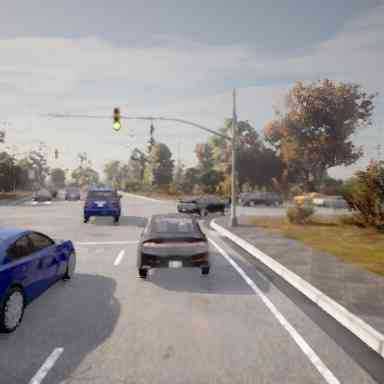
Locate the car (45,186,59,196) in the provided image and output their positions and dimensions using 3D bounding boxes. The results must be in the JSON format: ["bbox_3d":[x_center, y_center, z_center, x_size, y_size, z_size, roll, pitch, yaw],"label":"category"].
[{"bbox_3d":[-25.766,-0.278,61.382,2.097,1.767,4.553,-1,2,-21],"label":"car"}]

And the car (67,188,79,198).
[{"bbox_3d":[-19.330,0.082,54.076,1.837,1.490,4.892,-1,2,-20],"label":"car"}]

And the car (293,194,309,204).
[{"bbox_3d":[14.808,0.872,40.792,5.008,1.535,1.882,2,1,-17],"label":"car"}]

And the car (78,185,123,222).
[{"bbox_3d":[-5.899,0.789,22.238,2.150,2.045,5.566,0,2,-11],"label":"car"}]

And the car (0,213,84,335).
[{"bbox_3d":[-3.834,1.443,6.638,1.882,1.535,5.008,0,1,-4],"label":"car"}]

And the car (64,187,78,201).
[{"bbox_3d":[-16.176,0.344,45.211,2.128,1.511,4.902,-1,2,-19],"label":"car"}]

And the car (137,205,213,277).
[{"bbox_3d":[-0.583,1.397,9.997,2.128,1.511,4.902,0,1,-5],"label":"car"}]

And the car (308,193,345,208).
[{"bbox_3d":[15.987,1.104,37.498,4.718,1.301,1.895,2,1,-17],"label":"car"}]

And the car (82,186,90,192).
[{"bbox_3d":[-26.708,-0.821,83.744,1.812,1.442,4.674,-1,2,-20],"label":"car"}]

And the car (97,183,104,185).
[{"bbox_3d":[-23.439,-1.161,84.985,2.150,2.045,5.566,-1,2,-20],"label":"car"}]

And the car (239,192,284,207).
[{"bbox_3d":[7.176,0.801,34.751,4.892,1.490,1.837,1,1,-17],"label":"car"}]

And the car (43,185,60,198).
[{"bbox_3d":[-22.268,-0.132,51.906,2.150,2.045,5.566,-1,2,-19],"label":"car"}]

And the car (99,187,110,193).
[{"bbox_3d":[-19.928,-0.451,75.656,1.895,1.301,4.718,-1,2,-21],"label":"car"}]

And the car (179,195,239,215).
[{"bbox_3d":[1.052,0.989,24.524,2.128,1.511,4.902,1,2,40],"label":"car"}]

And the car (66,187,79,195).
[{"bbox_3d":[-22.906,-0.207,63.721,2.128,1.511,4.902,-1,2,-21],"label":"car"}]

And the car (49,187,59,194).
[{"bbox_3d":[-29.371,-0.398,70.937,1.837,1.490,4.892,-1,2,-21],"label":"car"}]

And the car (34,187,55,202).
[{"bbox_3d":[-19.073,0.454,42.847,1.812,1.442,4.674,-1,2,-19],"label":"car"}]

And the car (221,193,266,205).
[{"bbox_3d":[5.888,0.789,38.038,4.718,1.301,1.895,1,1,-16],"label":"car"}]

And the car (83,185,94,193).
[{"bbox_3d":[-23.181,-0.648,74.356,2.097,1.767,4.553,-1,2,-21],"label":"car"}]
